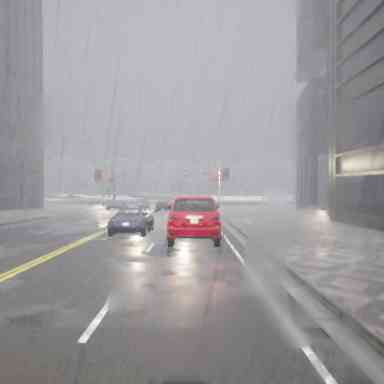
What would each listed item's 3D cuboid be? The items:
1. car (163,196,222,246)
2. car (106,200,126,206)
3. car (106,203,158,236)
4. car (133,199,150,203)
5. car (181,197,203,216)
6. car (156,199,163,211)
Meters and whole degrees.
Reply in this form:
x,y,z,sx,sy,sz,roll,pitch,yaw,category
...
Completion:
x,y,z,sx,sy,sz,roll,pitch,yaw,category
0.069,1.165,14.952,2.150,2.045,5.566,0,0,0,car
-9.834,1.711,43.753,2.033,1.411,5.357,0,0,0,car
-3.183,1.514,17.968,1.994,1.385,4.181,0,0,0,car
-6.584,1.680,43.756,1.837,1.490,4.892,0,-1,0,car
0.031,1.405,34.135,2.097,1.767,4.553,0,0,0,car
-3.224,1.599,38.803,1.837,1.490,4.892,0,-1,0,car
